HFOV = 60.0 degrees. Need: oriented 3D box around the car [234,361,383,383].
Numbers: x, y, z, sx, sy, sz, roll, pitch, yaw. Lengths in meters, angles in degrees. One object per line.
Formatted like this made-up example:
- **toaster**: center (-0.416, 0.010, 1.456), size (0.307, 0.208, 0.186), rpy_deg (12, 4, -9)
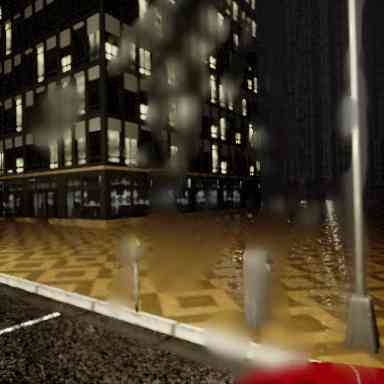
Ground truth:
- **car**: center (1.999, 1.575, 1.465), size (4.206, 1.307, 1.802), rpy_deg (-1, -1, 36)
